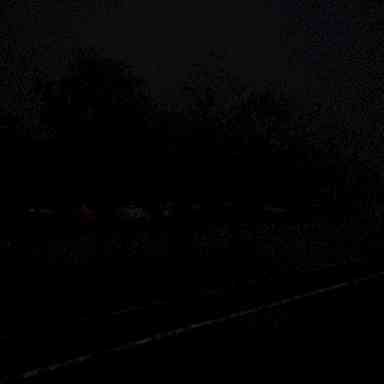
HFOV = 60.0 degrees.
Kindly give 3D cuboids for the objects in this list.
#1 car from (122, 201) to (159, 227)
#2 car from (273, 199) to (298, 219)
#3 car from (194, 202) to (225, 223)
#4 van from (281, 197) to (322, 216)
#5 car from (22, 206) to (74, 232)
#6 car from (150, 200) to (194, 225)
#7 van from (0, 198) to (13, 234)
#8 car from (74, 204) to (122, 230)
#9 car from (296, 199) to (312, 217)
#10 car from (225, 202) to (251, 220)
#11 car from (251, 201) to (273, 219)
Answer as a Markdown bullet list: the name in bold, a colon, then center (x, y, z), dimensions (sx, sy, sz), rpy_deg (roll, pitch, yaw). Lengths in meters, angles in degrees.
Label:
- **car**: center (-4.514, 1.595, 23.490), dimensions (2.002, 1.452, 4.674), rpy_deg (0, 0, -36)
- **car**: center (6.879, 1.654, 31.412), dimensions (1.946, 1.575, 5.366), rpy_deg (1, 0, -36)
- **car**: center (-0.003, 1.595, 26.726), dimensions (2.097, 1.535, 5.008), rpy_deg (0, 0, -36)
- **van**: center (11.355, 1.473, 34.698), dimensions (1.878, 1.987, 4.442), rpy_deg (1, 0, -36)
- **car**: center (-9.030, 1.556, 20.259), dimensions (2.002, 1.452, 4.674), rpy_deg (0, 0, -36)
- **car**: center (-2.275, 1.449, 25.133), dimensions (2.185, 1.767, 4.553), rpy_deg (1, 0, -36)
- **van**: center (-11.355, 1.271, 18.743), dimensions (1.878, 1.987, 4.442), rpy_deg (0, 0, -36)
- **car**: center (-6.769, 1.535, 21.873), dimensions (2.097, 1.535, 5.008), rpy_deg (0, 0, -36)
- **car**: center (9.012, 1.707, 33.203), dimensions (2.163, 1.488, 4.792), rpy_deg (1, 0, -36)
- **car**: center (2.261, 1.616, 28.331), dimensions (2.231, 1.521, 4.892), rpy_deg (1, 0, -36)
- **car**: center (4.497, 1.665, 29.973), dimensions (2.163, 1.488, 4.792), rpy_deg (1, 0, -36)
